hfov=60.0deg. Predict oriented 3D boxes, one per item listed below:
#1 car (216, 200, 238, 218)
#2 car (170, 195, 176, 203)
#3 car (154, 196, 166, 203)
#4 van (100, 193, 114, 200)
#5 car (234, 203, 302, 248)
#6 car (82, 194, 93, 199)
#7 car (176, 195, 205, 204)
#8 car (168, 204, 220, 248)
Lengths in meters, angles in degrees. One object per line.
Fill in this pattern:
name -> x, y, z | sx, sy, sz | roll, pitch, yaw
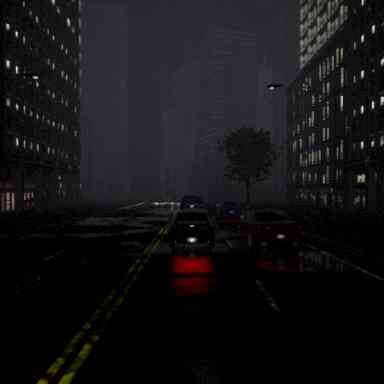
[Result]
car -> 3.250, 1.468, 29.652 | 1.882, 1.535, 5.008 | 0, 0, 0
car -> -3.259, 1.416, 68.101 | 1.837, 1.490, 4.892 | 0, 1, 0
car -> -6.504, 1.488, 68.043 | 1.994, 1.385, 4.181 | 0, 0, 0
van -> -22.651, 1.079, 87.498 | 3.998, 1.788, 1.690 | 0, 0, 1
car -> 3.250, 1.477, 14.652 | 1.882, 1.535, 5.008 | 0, 0, 0
car -> -28.190, 1.257, 87.545 | 4.507, 1.381, 1.887 | 0, 0, 1
car -> 0.000, 1.240, 29.681 | 2.150, 2.045, 5.566 | 0, 0, 0
car -> 0.000, 1.509, 14.652 | 1.837, 1.490, 4.892 | 0, 0, 0
